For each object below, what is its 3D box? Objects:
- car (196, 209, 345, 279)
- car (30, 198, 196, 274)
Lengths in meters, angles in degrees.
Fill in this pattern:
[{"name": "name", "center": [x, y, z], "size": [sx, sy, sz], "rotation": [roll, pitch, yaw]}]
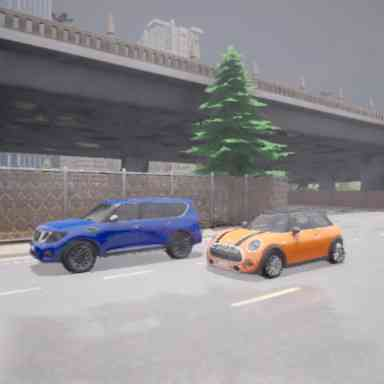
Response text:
[{"name": "car", "center": [2.644, 1.363, 10.213], "size": [4.553, 1.767, 2.097], "rotation": [0, 0, -36]}, {"name": "car", "center": [-2.218, 1.228, 10.975], "size": [5.566, 2.045, 2.150], "rotation": [0, 0, -35]}]
